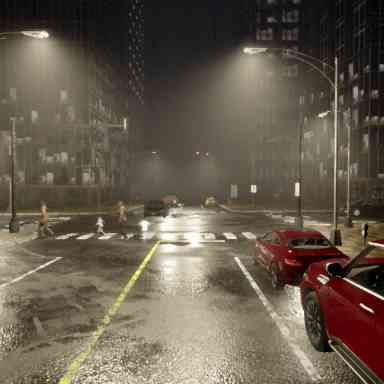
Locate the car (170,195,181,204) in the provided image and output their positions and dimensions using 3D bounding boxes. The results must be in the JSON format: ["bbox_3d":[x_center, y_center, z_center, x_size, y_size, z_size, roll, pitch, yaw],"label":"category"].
[{"bbox_3d":[-3.046,1.430,63.355,1.882,1.535,5.008,0,0,1],"label":"car"}]

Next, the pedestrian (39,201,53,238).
[{"bbox_3d":[-7.095,1.286,15.950,0.375,1.860,0.375,-1,1,0],"label":"pedestrian"}]

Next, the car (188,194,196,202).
[{"bbox_3d":[0.005,1.525,74.255,1.895,1.301,4.718,0,0,0],"label":"car"}]

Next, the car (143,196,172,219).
[{"bbox_3d":[-3.108,1.416,29.347,1.882,1.535,5.008,-1,2,0],"label":"car"}]

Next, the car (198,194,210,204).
[{"bbox_3d":[2.717,1.268,63.412,2.192,1.841,5.009,-1,0,0],"label":"car"}]

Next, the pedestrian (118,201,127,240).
[{"bbox_3d":[-3.183,1.287,15.273,0.375,1.860,0.375,-1,1,0],"label":"pedestrian"}]

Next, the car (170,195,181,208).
[{"bbox_3d":[-3.094,1.322,47.334,2.097,1.767,4.553,0,0,0],"label":"car"}]

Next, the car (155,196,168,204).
[{"bbox_3d":[-5.836,1.518,63.962,1.947,1.339,4.313,-1,0,0],"label":"car"}]

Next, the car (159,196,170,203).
[{"bbox_3d":[-5.665,1.510,69.636,1.947,1.339,4.313,-1,0,0],"label":"car"}]

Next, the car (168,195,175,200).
[{"bbox_3d":[-5.663,1.492,92.331,1.802,1.307,4.206,-1,0,0],"label":"car"}]

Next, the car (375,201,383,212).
[{"bbox_3d":[16.129,1.537,24.068,4.313,1.339,1.947,0,1,-5],"label":"car"}]

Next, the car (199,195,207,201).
[{"bbox_3d":[2.683,1.494,80.922,1.947,1.339,4.313,-1,0,0],"label":"car"}]

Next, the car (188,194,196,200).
[{"bbox_3d":[0.005,1.233,84.229,1.882,1.535,5.008,0,0,0],"label":"car"}]

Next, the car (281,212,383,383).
[{"bbox_3d":[2.672,1.314,3.168,2.192,1.841,5.009,-1,0,0],"label":"car"}]

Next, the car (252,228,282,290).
[{"bbox_3d":[2.679,1.578,8.793,1.802,1.307,4.206,-1,0,0],"label":"car"}]

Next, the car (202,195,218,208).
[{"bbox_3d":[2.810,1.495,48.331,1.752,1.417,4.829,-1,0,0],"label":"car"}]

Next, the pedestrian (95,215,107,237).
[{"bbox_3d":[-4.491,1.665,16.582,0.500,1.100,0.500,-1,1,0],"label":"pedestrian"}]

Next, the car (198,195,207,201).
[{"bbox_3d":[2.684,1.470,86.595,2.008,1.369,4.403,-1,0,0],"label":"car"}]

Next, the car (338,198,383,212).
[{"bbox_3d":[15.651,1.356,29.843,4.892,1.490,1.837,0,1,-5],"label":"car"}]
